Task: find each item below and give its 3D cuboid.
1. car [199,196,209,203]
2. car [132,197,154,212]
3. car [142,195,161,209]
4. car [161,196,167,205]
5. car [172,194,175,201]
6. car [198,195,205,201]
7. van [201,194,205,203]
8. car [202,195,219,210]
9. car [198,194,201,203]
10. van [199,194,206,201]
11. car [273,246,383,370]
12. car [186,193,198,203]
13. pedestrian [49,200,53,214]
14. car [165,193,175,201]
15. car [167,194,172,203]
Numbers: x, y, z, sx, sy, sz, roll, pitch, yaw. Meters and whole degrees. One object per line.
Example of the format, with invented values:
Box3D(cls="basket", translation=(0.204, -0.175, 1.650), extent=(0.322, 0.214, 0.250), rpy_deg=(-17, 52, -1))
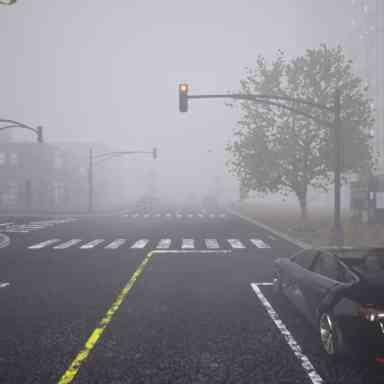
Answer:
Box3D(cls="car", translation=(2.577, 1.572, 71.509), extent=(1.947, 1.339, 4.313), rpy_deg=(0, 0, 0))
Box3D(cls="car", translation=(-5.749, 1.584, 38.186), extent=(1.802, 1.307, 4.206), rpy_deg=(0, 0, 0))
Box3D(cls="car", translation=(-5.757, 1.318, 43.737), extent=(2.192, 1.841, 5.009), rpy_deg=(0, 0, 0))
Box3D(cls="car", translation=(-5.776, 1.555, 54.839), extent=(2.008, 1.369, 4.403), rpy_deg=(0, 0, 0))
Box3D(cls="car", translation=(-5.822, 1.558, 82.594), extent=(2.008, 1.369, 4.403), rpy_deg=(0, 0, 0))
Box3D(cls="car", translation=(2.549, 1.534, 88.332), extent=(1.752, 1.417, 4.829), rpy_deg=(0, 0, 0))
Box3D(cls="van", translation=(2.614, 1.345, 49.305), extent=(1.690, 1.788, 3.998), rpy_deg=(0, 0, 0))
Box3D(cls="car", translation=(2.622, 1.528, 43.923), extent=(1.752, 1.417, 4.829), rpy_deg=(0, 0, 0))
Box3D(cls="car", translation=(2.595, 1.556, 60.407), extent=(2.008, 1.369, 4.403), rpy_deg=(0, 0, 0))
Box3D(cls="van", translation=(2.560, 1.349, 82.611), extent=(1.690, 1.788, 3.998), rpy_deg=(0, 0, 0))
Box3D(cls="car", translation=(2.686, 1.566, 5.724), extent=(1.947, 1.339, 4.313), rpy_deg=(0, 0, 0))
Box3D(cls="car", translation=(-0.009, 1.228, 67.450), extent=(2.150, 2.045, 5.566), rpy_deg=(0, 0, 0))
Box3D(cls="pedestrian", translation=(-12.798, 1.319, 30.178), extent=(0.375, 1.300, 0.375), rpy_deg=(0, -1, -1))
Box3D(cls="car", translation=(-5.831, 1.324, 88.145), extent=(2.192, 1.841, 5.009), rpy_deg=(0, 0, 0))
Box3D(cls="car", translation=(-5.804, 1.532, 71.322), extent=(1.752, 1.417, 4.829), rpy_deg=(0, 0, 0))
